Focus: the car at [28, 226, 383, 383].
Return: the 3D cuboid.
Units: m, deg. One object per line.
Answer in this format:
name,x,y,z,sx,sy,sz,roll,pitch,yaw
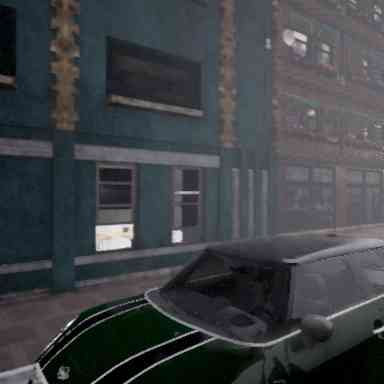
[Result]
car,0.740,1.343,3.592,4.553,1.767,2.097,0,0,-35
